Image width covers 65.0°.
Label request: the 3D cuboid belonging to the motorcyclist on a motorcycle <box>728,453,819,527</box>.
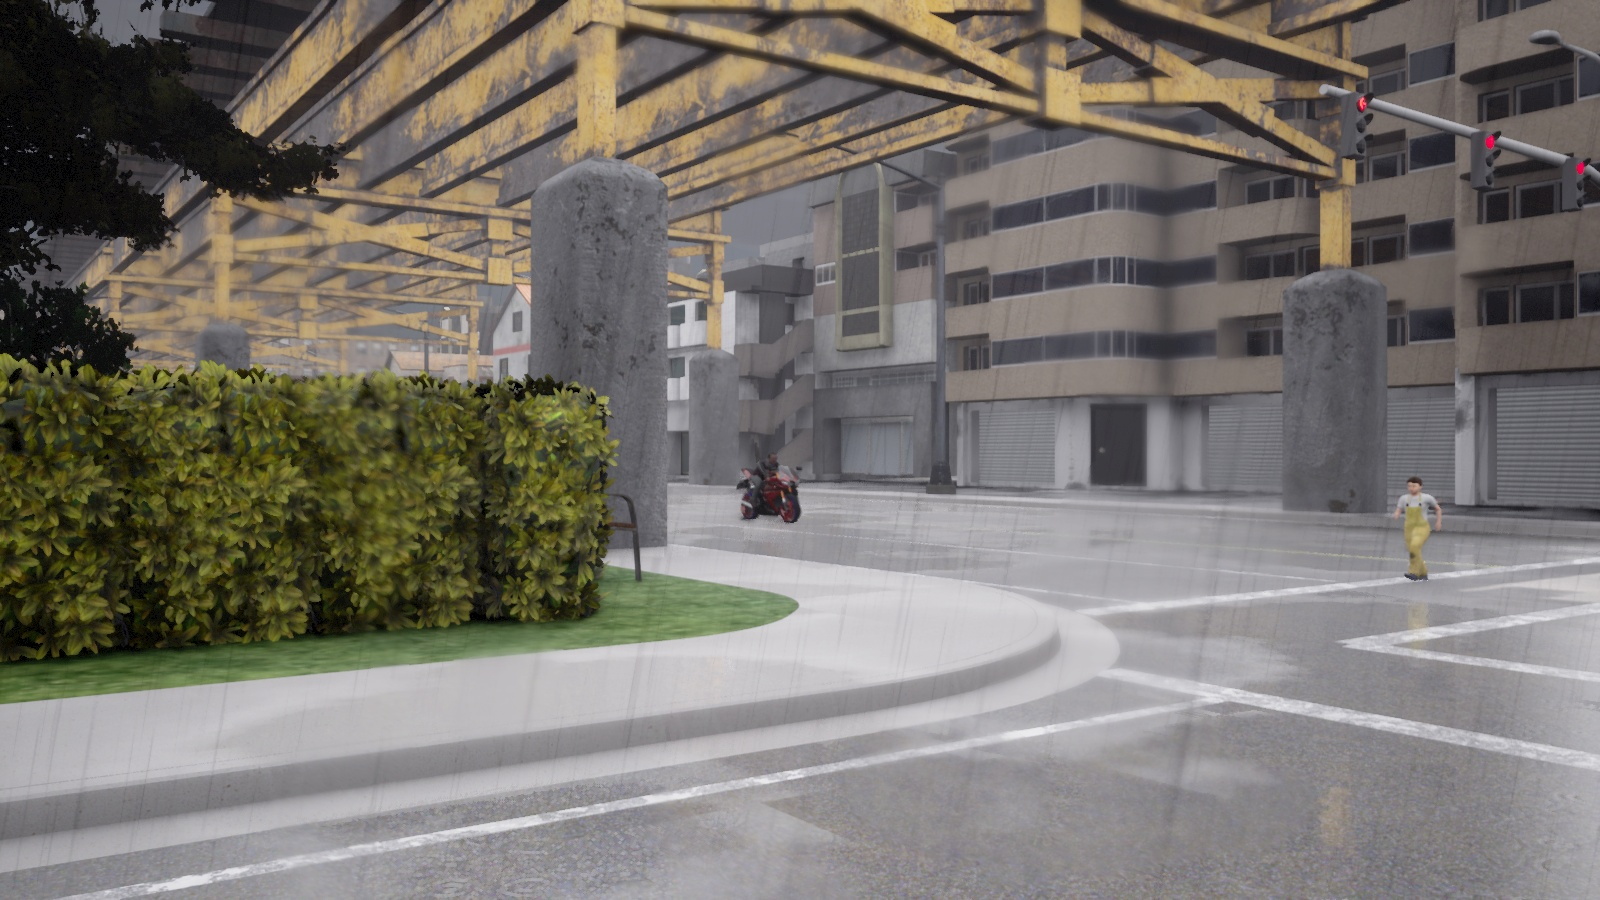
[{"bbox_3d":[-0.596,0.838,27.122,0.866,1.530,2.191,0,0,-35],"label":"motorcyclist on a motorcycle"}]

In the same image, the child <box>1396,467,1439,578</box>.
[{"bbox_3d":[7.155,0.832,14.552,0.437,1.263,0.270,0,0,-36],"label":"child"}]
